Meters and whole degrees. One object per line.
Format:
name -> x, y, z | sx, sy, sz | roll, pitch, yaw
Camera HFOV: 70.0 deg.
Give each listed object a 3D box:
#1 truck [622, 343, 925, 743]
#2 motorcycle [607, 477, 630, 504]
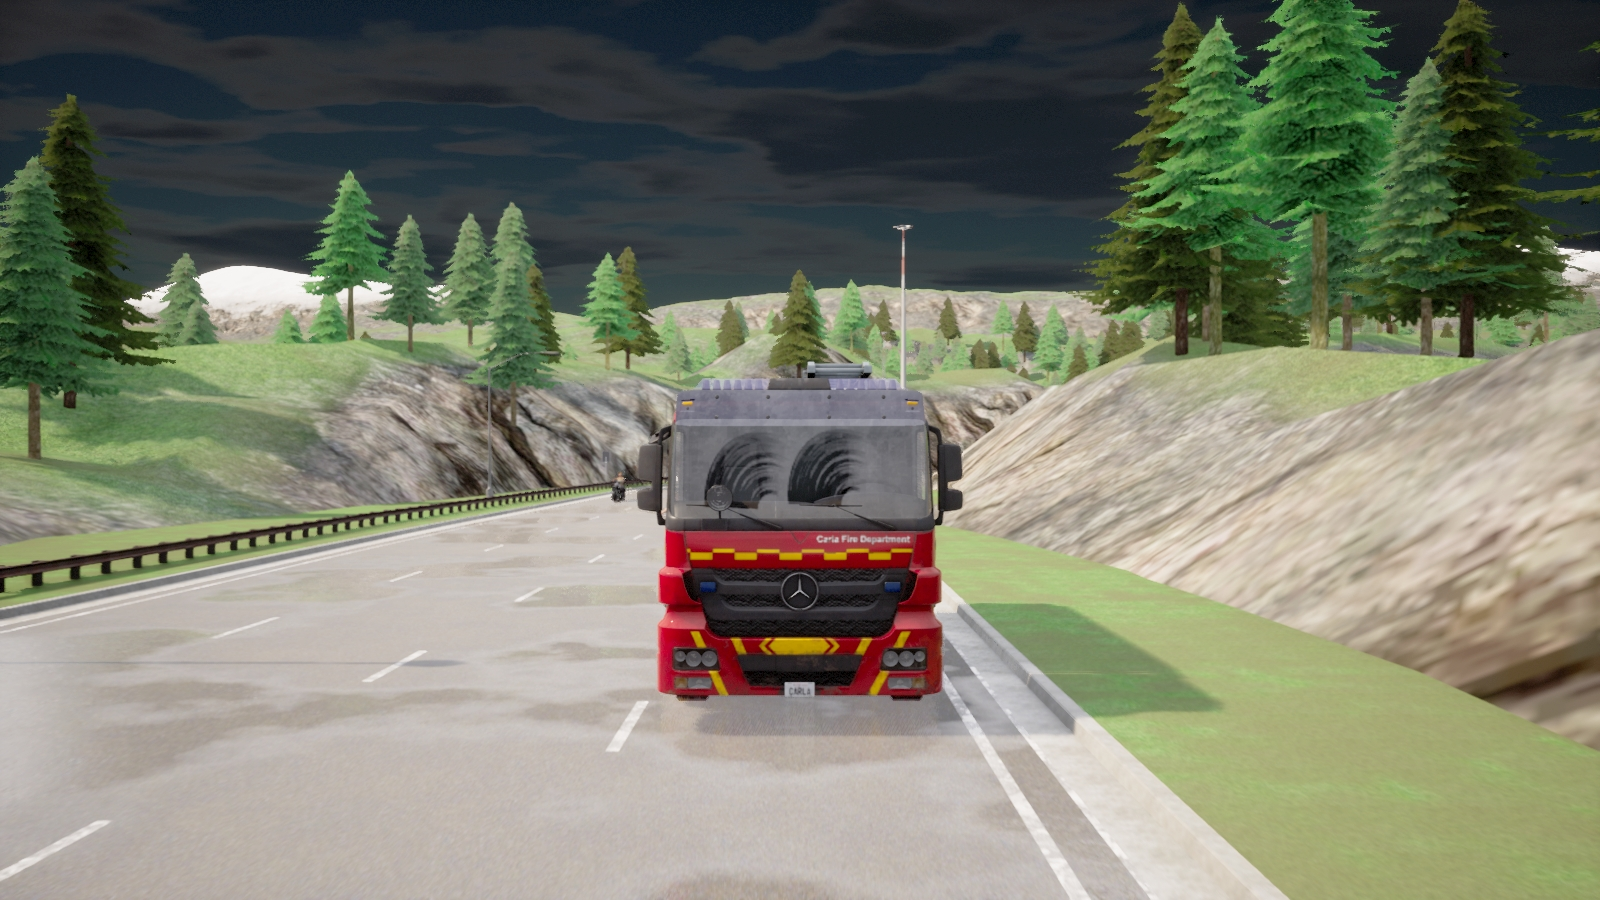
truck -> -0.250, 0.891, 15.158 | 2.891, 3.827, 8.468 | 0, 0, 0
motorcycle -> -9.716, 2.155, 61.220 | 0.764, 1.307, 2.356 | 0, 0, 3
